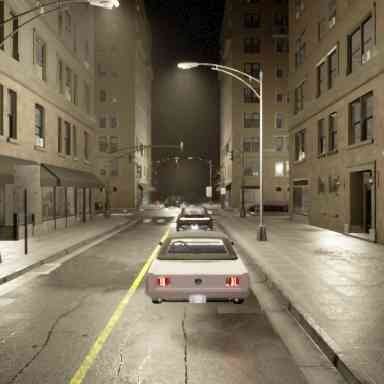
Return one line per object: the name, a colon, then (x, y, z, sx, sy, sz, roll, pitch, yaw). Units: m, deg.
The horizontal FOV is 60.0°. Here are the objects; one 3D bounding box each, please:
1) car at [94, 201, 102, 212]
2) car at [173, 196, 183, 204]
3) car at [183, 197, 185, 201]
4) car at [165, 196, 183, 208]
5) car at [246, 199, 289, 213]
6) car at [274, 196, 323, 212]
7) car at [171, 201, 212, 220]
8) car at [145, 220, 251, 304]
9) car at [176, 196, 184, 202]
car: (-12.234, 1.524, 35.953, 4.902, 1.511, 2.128, 0, 0, 0)
car: (-2.750, 1.581, 67.671, 1.837, 1.490, 4.892, 0, 0, 1)
car: (-2.815, 1.552, 58.203, 2.128, 1.511, 4.902, 0, 0, 0)
car: (-2.831, 1.398, 48.992, 2.097, 1.767, 4.553, 0, 0, 0)
car: (8.652, 1.575, 36.003, 5.357, 1.411, 2.033, 0, 0, 0)
car: (12.277, 1.353, 38.548, 5.009, 1.841, 2.192, 0, 0, 0)
car: (0.110, 1.499, 18.308, 2.128, 1.511, 4.902, 0, 0, -1)
car: (0.106, 1.602, 8.087, 1.895, 1.301, 4.718, 0, 0, 0)
car: (-2.729, 1.615, 77.959, 1.812, 1.442, 4.674, 0, 0, 0)
